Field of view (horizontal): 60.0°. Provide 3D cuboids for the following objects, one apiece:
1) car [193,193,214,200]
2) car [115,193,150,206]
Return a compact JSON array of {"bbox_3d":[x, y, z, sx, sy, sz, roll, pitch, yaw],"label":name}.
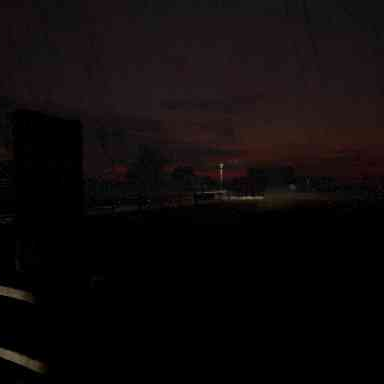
[{"bbox_3d":[1.870,0.753,54.647,1.895,1.301,4.718,1,1,28],"label":"car"},{"bbox_3d":[-6.852,0.849,38.769,1.837,1.490,4.892,1,1,29],"label":"car"}]
